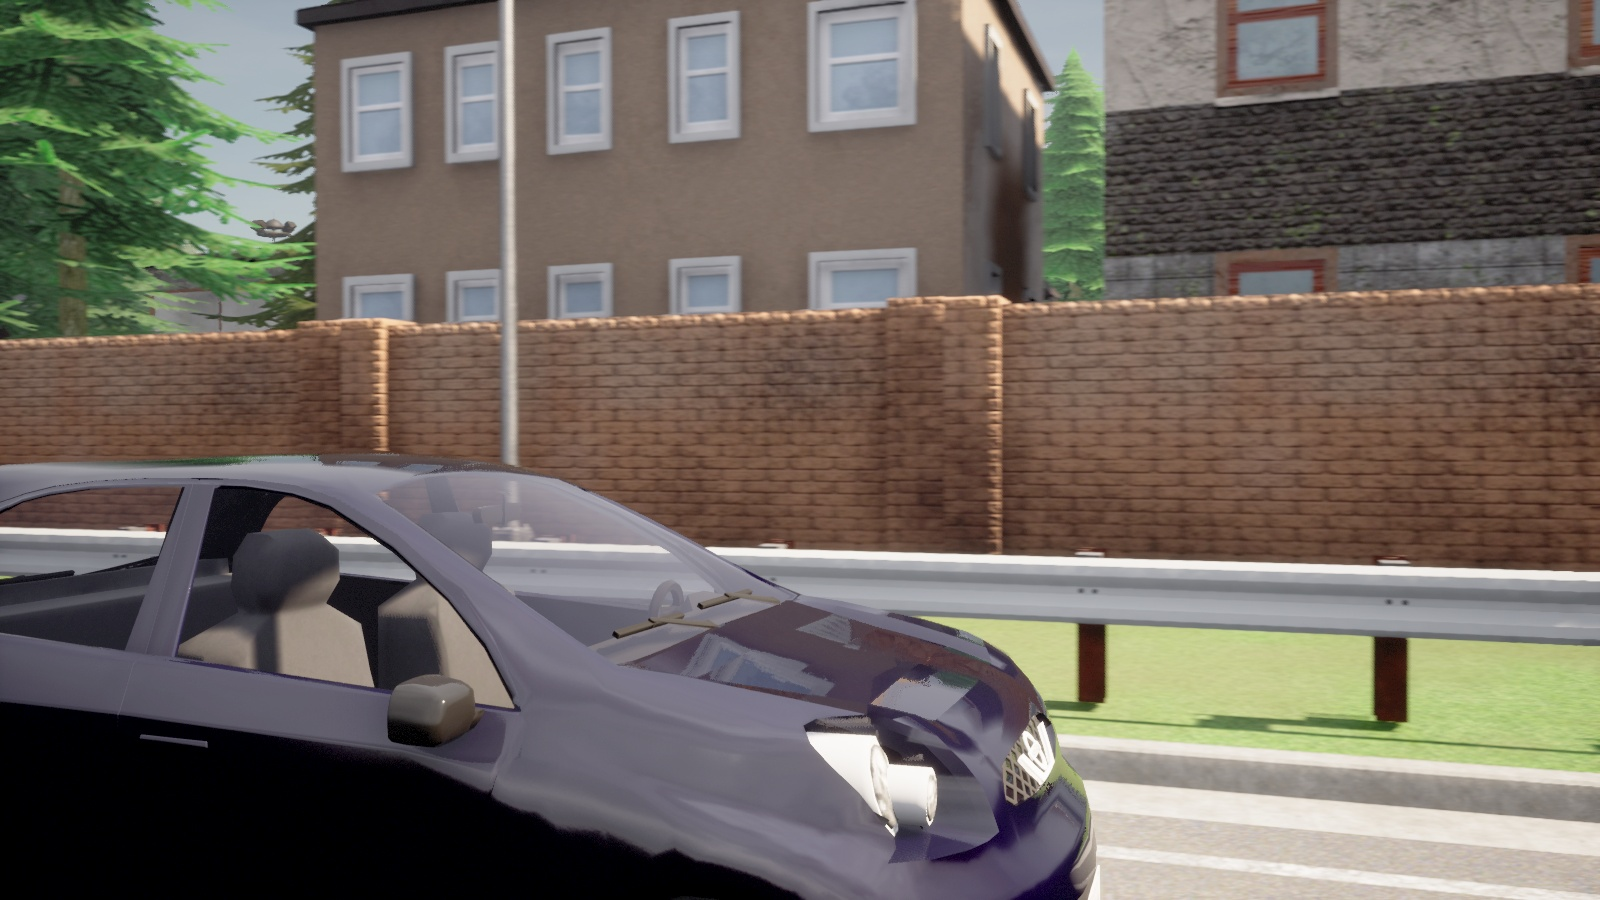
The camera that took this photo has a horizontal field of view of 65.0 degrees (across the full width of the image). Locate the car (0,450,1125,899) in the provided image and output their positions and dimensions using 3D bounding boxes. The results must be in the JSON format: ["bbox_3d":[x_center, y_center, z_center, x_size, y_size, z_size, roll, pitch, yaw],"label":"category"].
[{"bbox_3d":[-1.031,0.780,3.540,3.633,1.501,1.845,1,1,19],"label":"car"}]
